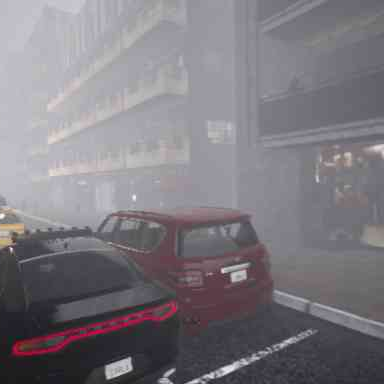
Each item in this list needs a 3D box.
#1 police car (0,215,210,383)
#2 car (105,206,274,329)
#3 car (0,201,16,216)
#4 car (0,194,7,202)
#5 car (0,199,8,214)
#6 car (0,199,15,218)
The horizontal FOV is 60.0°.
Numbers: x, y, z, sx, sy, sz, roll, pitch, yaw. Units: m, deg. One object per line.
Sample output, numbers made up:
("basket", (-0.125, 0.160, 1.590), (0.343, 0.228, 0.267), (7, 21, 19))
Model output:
("police car", (-2.136, 1.372, 5.099), (1.930, 1.638, 5.238), (-2, 1, -35))
("car", (-0.751, 1.200, 6.389), (2.192, 1.841, 5.009), (-3, 2, -35))
("car", (-7.869, 1.395, 13.383), (1.801, 1.575, 5.366), (-2, 1, -35))
("car", (-11.247, 1.163, 18.147), (2.150, 2.045, 5.566), (-2, 1, -35))
("car", (-20.153, 1.440, 33.836), (1.947, 1.339, 4.313), (-3, 2, -35))
("car", (-17.017, 1.401, 29.400), (1.752, 1.417, 4.829), (-3, 2, -35))
